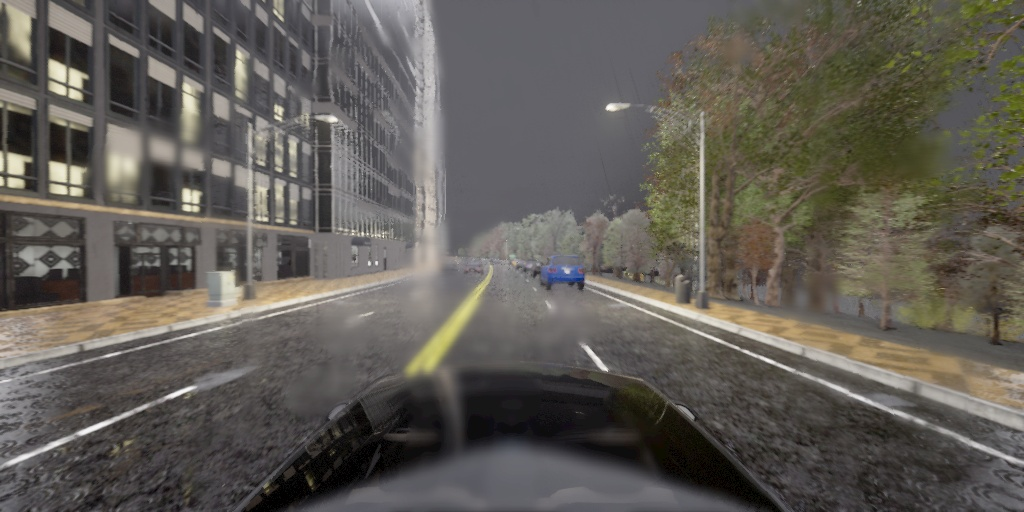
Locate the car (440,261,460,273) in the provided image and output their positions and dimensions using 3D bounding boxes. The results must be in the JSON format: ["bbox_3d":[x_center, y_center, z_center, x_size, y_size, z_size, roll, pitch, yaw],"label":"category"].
[{"bbox_3d":[-7.500,1.300,43.671,2.033,1.411,5.357,0,0,-2],"label":"car"}]

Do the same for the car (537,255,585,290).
[{"bbox_3d":[3.031,0.964,22.359,2.150,2.045,5.566,0,0,-1],"label":"car"}]

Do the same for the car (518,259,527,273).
[{"bbox_3d":[2.292,1.164,44.430,2.033,1.649,4.856,0,0,-3],"label":"car"}]

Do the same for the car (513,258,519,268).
[{"bbox_3d":[1.730,1.289,55.472,1.994,1.385,4.181,0,0,-3],"label":"car"}]

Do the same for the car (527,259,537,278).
[{"bbox_3d":[2.726,1.217,33.382,1.882,1.535,5.008,0,0,-2],"label":"car"}]

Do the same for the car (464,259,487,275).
[{"bbox_3d":[-4.072,1.314,39.020,1.994,1.385,4.181,0,0,-2],"label":"car"}]
